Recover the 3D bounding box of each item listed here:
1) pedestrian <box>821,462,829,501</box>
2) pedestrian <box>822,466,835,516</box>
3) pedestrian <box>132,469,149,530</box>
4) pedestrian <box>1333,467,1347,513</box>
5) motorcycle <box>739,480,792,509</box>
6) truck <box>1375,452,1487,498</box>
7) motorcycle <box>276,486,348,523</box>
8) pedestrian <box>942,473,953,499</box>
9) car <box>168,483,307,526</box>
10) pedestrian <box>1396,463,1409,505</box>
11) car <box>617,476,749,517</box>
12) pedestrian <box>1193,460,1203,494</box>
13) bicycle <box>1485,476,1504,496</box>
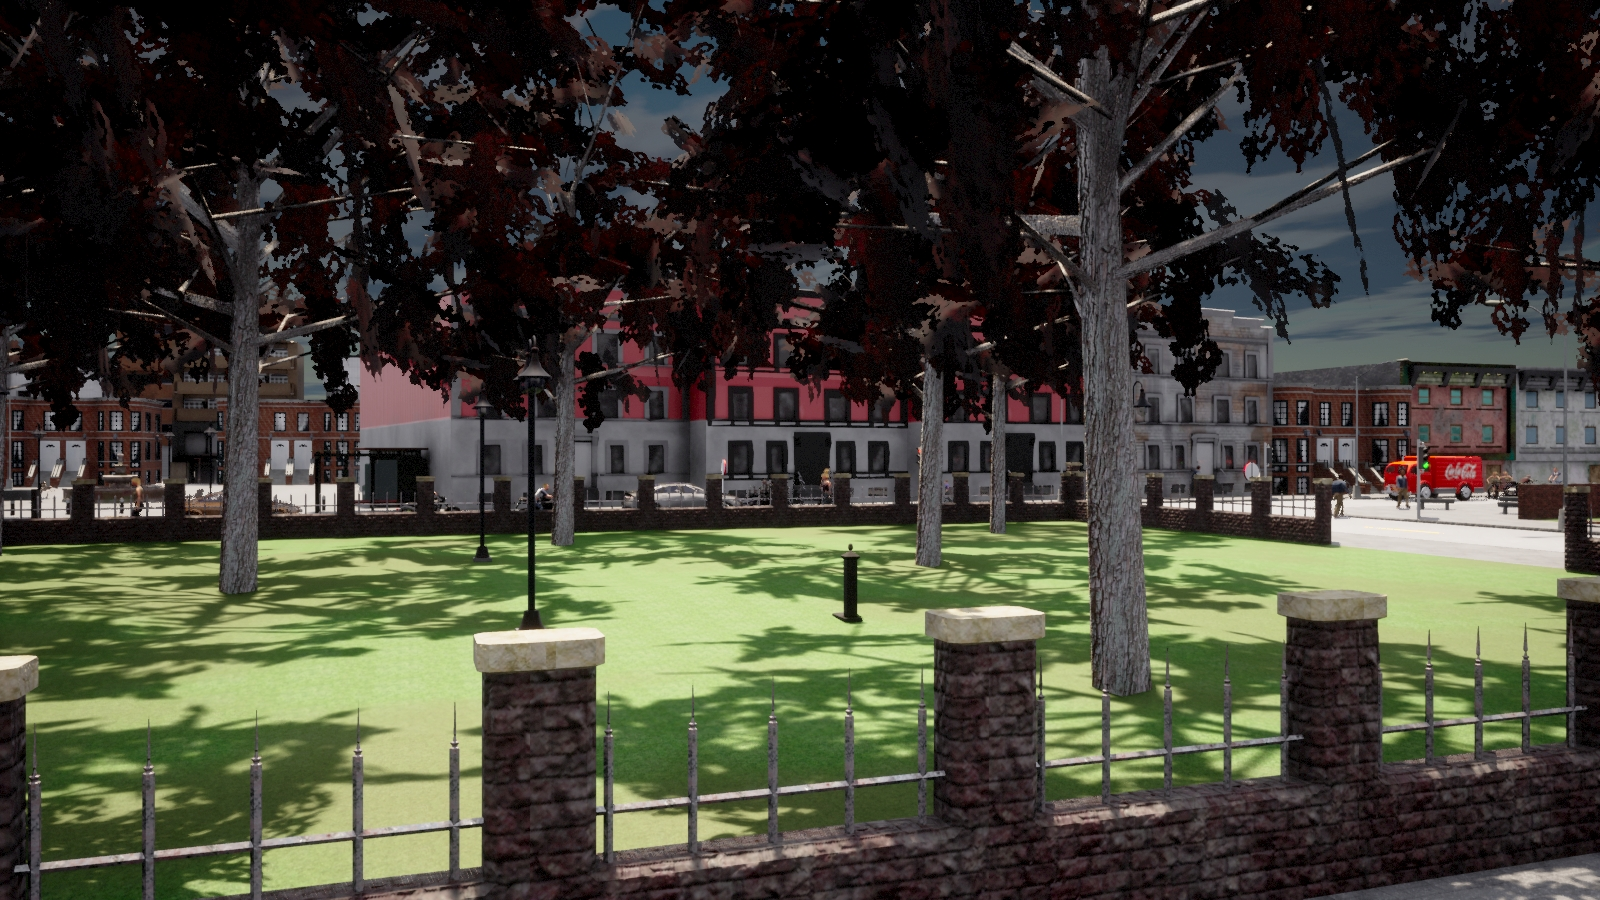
[{"bbox_3d":[1.199,1.524,55.273,0.375,1.860,0.375,0,0,-5],"label":"pedestrian"},{"bbox_3d":[1.055,1.525,42.601,0.375,1.860,0.375,0,0,-19],"label":"pedestrian"},{"bbox_3d":[-20.353,1.523,35.270,0.375,1.860,0.375,0,0,-19],"label":"pedestrian"},{"bbox_3d":[21.900,1.629,46.333,0.375,1.860,0.375,0,0,-18],"label":"pedestrian"},{"bbox_3d":[-1.530,1.985,51.119,2.209,1.251,0.867,0,0,-19],"label":"motorcycle"},{"bbox_3d":[35.004,1.348,63.458,5.204,2.467,2.627,0,0,-19],"label":"truck"},{"bbox_3d":[-17.611,1.950,41.298,2.356,1.277,0.764,0,0,-19],"label":"motorcycle"},{"bbox_3d":[7.352,1.802,56.930,0.375,1.300,0.375,0,0,-18],"label":"pedestrian"},{"bbox_3d":[-19.848,1.899,40.524,4.181,1.385,1.994,0,0,-19],"label":"car"},{"bbox_3d":[26.947,1.517,51.074,0.375,1.860,0.375,0,0,-1],"label":"pedestrian"},{"bbox_3d":[-4.677,1.827,45.707,4.902,1.511,2.128,0,0,-19],"label":"car"},{"bbox_3d":[22.476,1.523,64.486,0.375,1.860,0.375,0,0,-19],"label":"pedestrian"},{"bbox_3d":[39.299,2.036,64.656,0.859,1.080,1.487,0,0,35],"label":"bicycle"}]
